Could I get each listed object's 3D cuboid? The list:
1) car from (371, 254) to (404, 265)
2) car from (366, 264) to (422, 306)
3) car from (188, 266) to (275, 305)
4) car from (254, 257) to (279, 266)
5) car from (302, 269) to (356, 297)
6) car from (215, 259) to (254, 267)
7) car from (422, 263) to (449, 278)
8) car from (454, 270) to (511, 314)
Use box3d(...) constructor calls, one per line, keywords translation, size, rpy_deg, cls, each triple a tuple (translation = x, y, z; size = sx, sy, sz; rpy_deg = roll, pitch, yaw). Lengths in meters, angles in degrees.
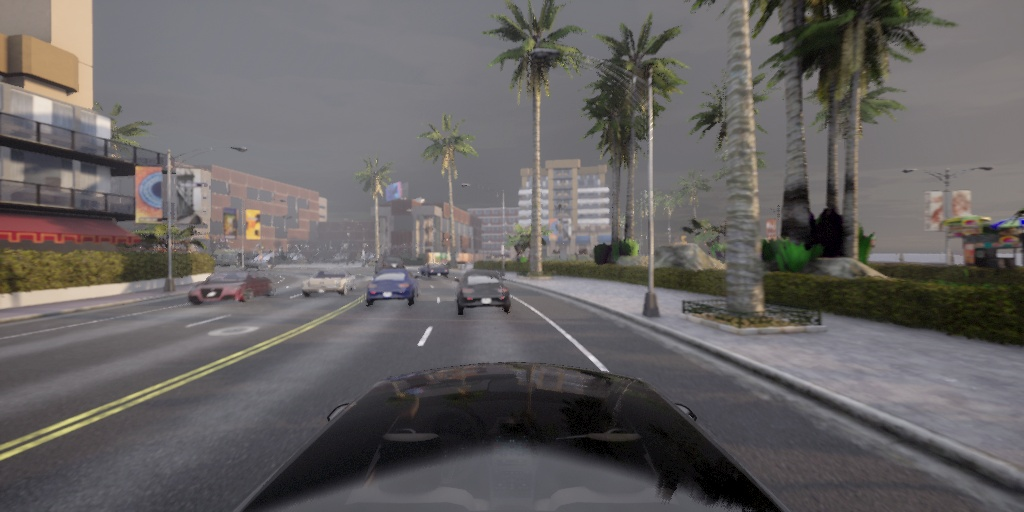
box3d(translation=(-11.751, 0.982, 34.316), size=(2.150, 2.045, 5.566), rpy_deg=(0, 0, -28), cls="car")
box3d(translation=(-5.151, 1.281, 15.818), size=(1.812, 1.442, 4.674), rpy_deg=(0, 0, -11), cls="car")
box3d(translation=(-12.654, 1.359, 16.452), size=(1.994, 1.385, 4.181), rpy_deg=(0, 0, -14), cls="car")
box3d(translation=(-36.642, 1.309, 51.646), size=(4.902, 1.511, 2.128), rpy_deg=(0, 0, 20), cls="car")
box3d(translation=(-9.728, 1.375, 19.326), size=(1.895, 1.301, 4.718), rpy_deg=(0, 0, -16), cls="car")
box3d(translation=(-37.821, 1.091, 48.343), size=(4.718, 1.301, 1.895), rpy_deg=(0, 0, 18), cls="car")
box3d(translation=(-7.335, 1.339, 33.351), size=(1.895, 1.301, 4.718), rpy_deg=(0, 0, -25), cls="car")
box3d(translation=(-1.202, 1.262, 13.729), size=(1.812, 1.442, 4.674), rpy_deg=(0, 0, -10), cls="car")
